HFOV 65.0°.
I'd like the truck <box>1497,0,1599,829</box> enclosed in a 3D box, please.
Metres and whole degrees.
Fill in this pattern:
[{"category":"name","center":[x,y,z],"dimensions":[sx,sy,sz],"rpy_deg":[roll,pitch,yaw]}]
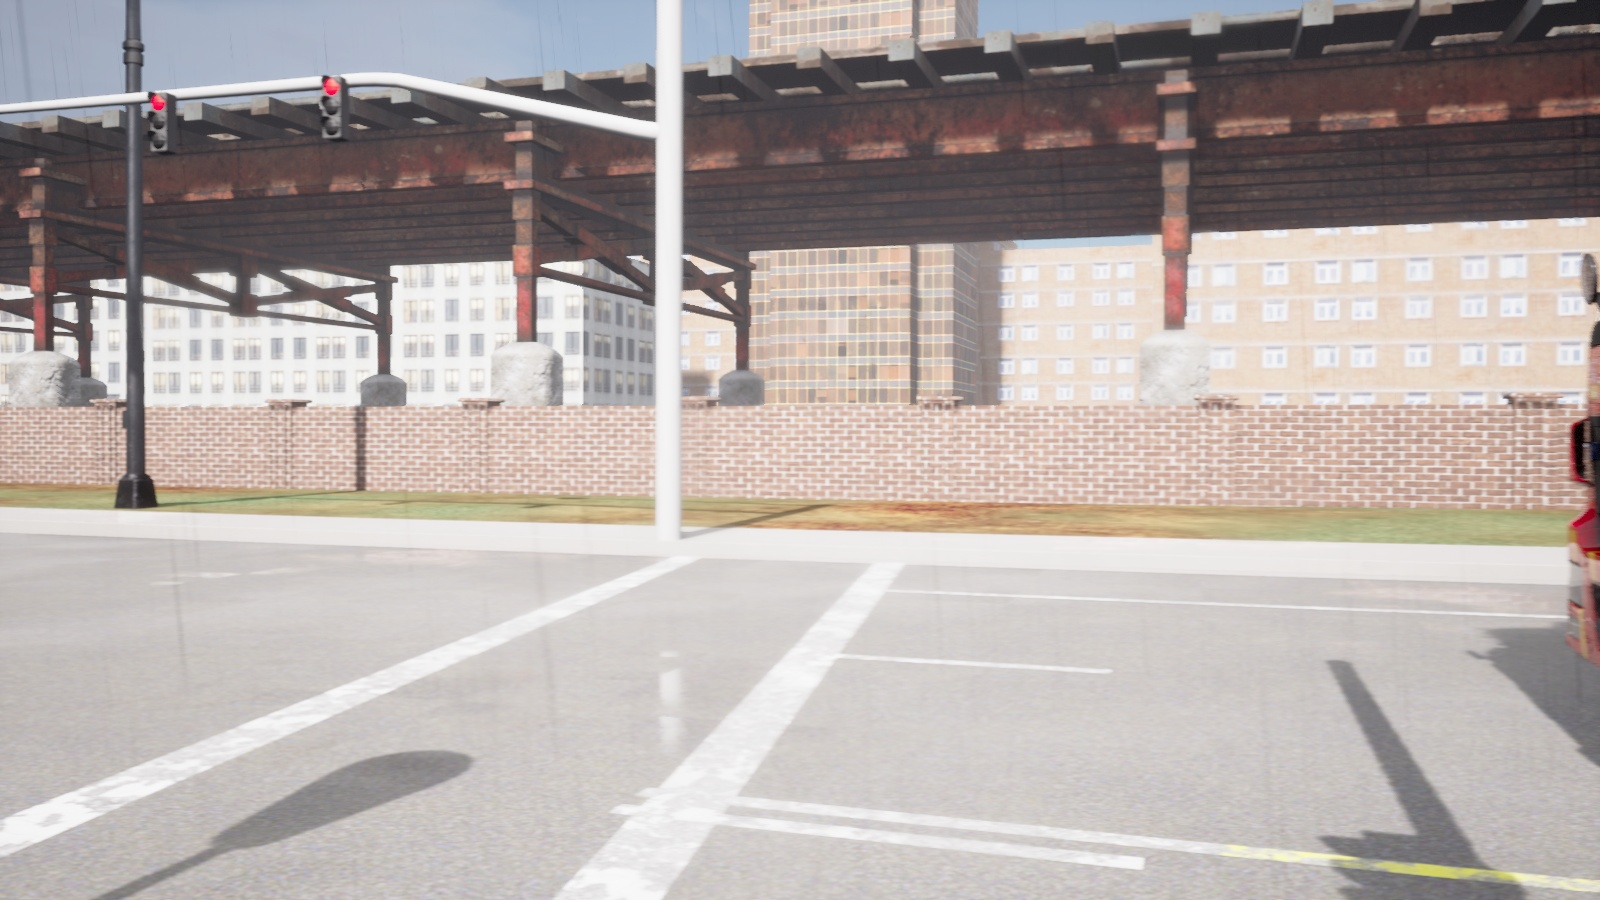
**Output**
[{"category":"truck","center":[7.457,-0.393,4.326],"dimensions":[8.468,3.827,2.891],"rpy_deg":[0,1,20]}]
